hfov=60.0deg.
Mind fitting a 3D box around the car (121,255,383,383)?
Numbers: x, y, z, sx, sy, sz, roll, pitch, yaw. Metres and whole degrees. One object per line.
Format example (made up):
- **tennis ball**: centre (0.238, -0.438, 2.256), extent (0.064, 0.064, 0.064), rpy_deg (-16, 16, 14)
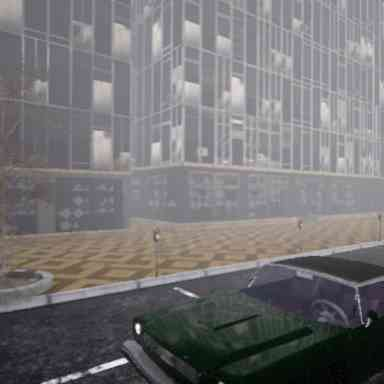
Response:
- **car**: centre (1.558, 1.626, 4.367), extent (4.718, 1.301, 1.895), rpy_deg (0, 0, -35)
